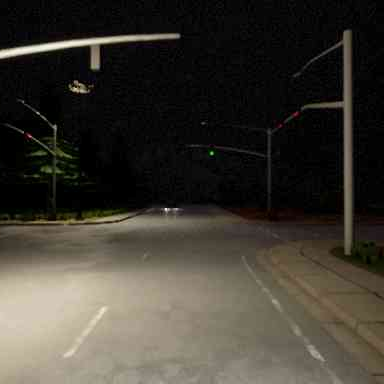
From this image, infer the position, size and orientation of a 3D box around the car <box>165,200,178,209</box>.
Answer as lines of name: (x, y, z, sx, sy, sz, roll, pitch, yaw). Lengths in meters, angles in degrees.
car: (-3.549, 2.150, 57.996, 1.837, 1.490, 4.892, 0, -1, 0)
